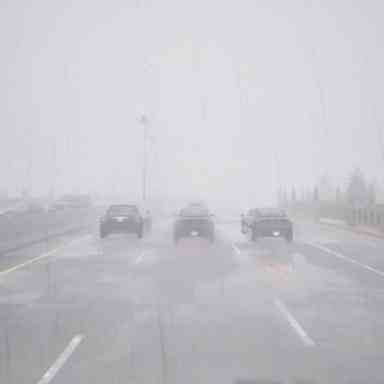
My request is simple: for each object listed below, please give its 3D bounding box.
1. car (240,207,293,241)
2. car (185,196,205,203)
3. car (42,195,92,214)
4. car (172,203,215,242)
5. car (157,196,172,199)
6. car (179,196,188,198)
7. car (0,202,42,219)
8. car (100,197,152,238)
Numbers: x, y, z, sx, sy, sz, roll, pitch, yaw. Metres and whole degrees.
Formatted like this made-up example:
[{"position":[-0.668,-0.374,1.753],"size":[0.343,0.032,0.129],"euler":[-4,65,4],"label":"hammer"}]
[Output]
[{"position":[3.598,1.515,16.593],"size":[1.837,1.490,4.892],"euler":[0,0,0],"label":"car"},{"position":[0.582,1.526,34.679],"size":[1.837,1.490,4.892],"euler":[0,0,5],"label":"car"},{"position":[-10.446,1.242,29.009],"size":[2.150,2.045,5.566],"euler":[0,0,2],"label":"car"},{"position":[0.098,1.515,16.528],"size":[1.837,1.490,4.892],"euler":[0,0,0],"label":"car"},{"position":[-5.706,1.533,67.429],"size":[1.837,1.490,4.892],"euler":[0,0,23],"label":"car"},{"position":[-1.696,1.507,67.825],"size":[1.882,1.535,5.008],"euler":[0,0,23],"label":"car"},{"position":[-13.963,1.542,27.806],"size":[1.812,1.442,4.674],"euler":[0,0,2],"label":"car"},{"position":[-3.402,1.363,17.914],"size":[2.097,1.767,4.553],"euler":[0,0,0],"label":"car"}]
